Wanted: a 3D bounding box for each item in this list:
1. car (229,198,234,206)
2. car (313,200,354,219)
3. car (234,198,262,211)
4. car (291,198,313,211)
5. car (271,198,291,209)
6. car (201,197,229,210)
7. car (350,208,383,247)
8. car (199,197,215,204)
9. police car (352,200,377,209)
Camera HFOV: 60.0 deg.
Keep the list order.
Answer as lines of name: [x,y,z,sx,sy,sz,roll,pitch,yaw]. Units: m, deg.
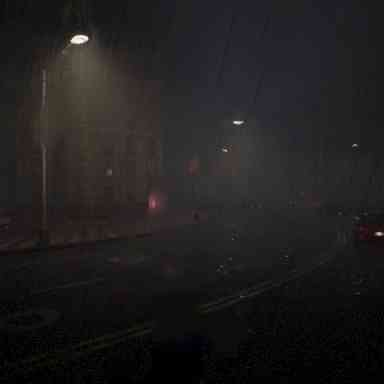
car: [8.731,2.004,68.190,1.994,1.385,4.181,0,0,-19]
car: [13.003,1.728,30.924,1.812,1.442,4.674,0,0,6]
car: [8.059,1.843,46.888,1.837,1.490,4.892,0,0,-15]
car: [16.544,1.795,47.237,1.882,1.535,5.008,0,0,-13]
car: [14.639,1.723,53.613,2.097,1.767,4.553,0,0,-19]
car: [3.308,1.929,50.698,2.033,1.411,5.357,0,0,-18]
car: [8.432,1.658,15.074,1.994,1.385,4.181,0,0,28]
car: [3.697,2.058,81.902,2.128,1.511,4.902,0,0,-19]
police car: [17.889,1.654,36.079,1.930,1.638,5.238,0,0,-1]
